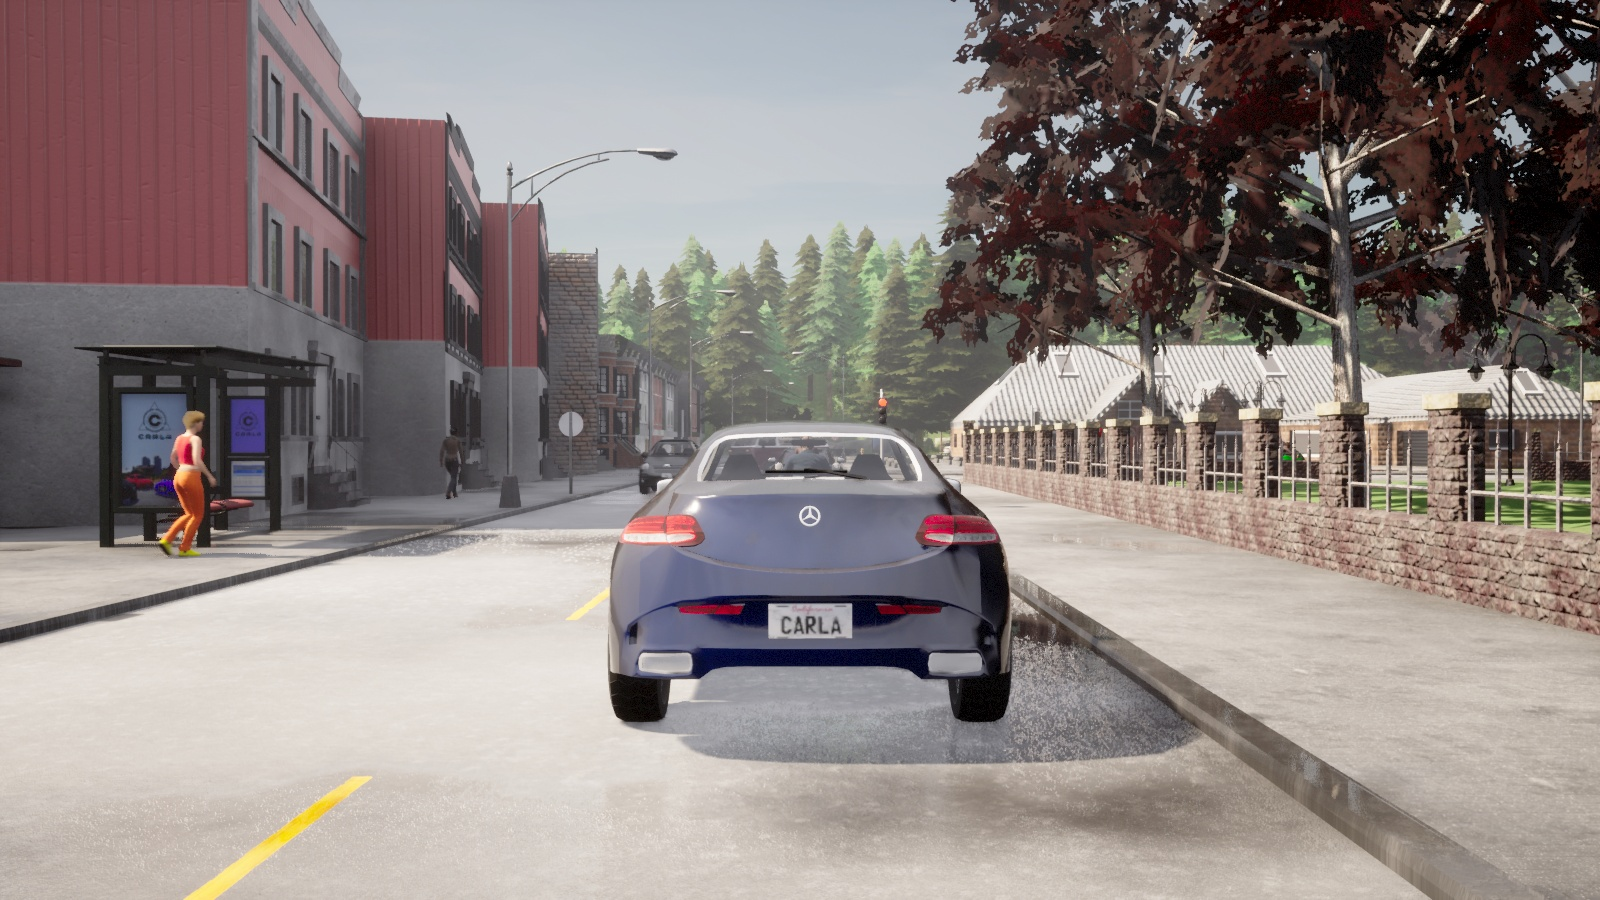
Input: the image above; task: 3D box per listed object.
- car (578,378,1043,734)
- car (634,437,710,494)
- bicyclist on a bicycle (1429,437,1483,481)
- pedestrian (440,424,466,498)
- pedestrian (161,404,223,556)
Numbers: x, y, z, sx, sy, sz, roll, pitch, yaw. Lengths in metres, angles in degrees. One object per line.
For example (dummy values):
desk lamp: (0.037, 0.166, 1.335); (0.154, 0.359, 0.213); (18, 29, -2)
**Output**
car: (0.057, 0.478, 8.336); (2.152, 1.651, 5.027); (0, 0, 0)
car: (-3.803, 0.428, 37.812); (1.851, 1.617, 3.988); (0, 0, 0)
bicyclist on a bicycle: (26.748, 0.349, 51.210); (1.843, 1.776, 0.659); (0, 0, -1)
pedestrian: (-8.614, 0.273, 31.213); (0.328, 1.805, 0.869); (0, 0, 6)
pedestrian: (-7.488, 0.362, 15.484); (0.345, 1.836, 0.594); (0, 0, 33)
